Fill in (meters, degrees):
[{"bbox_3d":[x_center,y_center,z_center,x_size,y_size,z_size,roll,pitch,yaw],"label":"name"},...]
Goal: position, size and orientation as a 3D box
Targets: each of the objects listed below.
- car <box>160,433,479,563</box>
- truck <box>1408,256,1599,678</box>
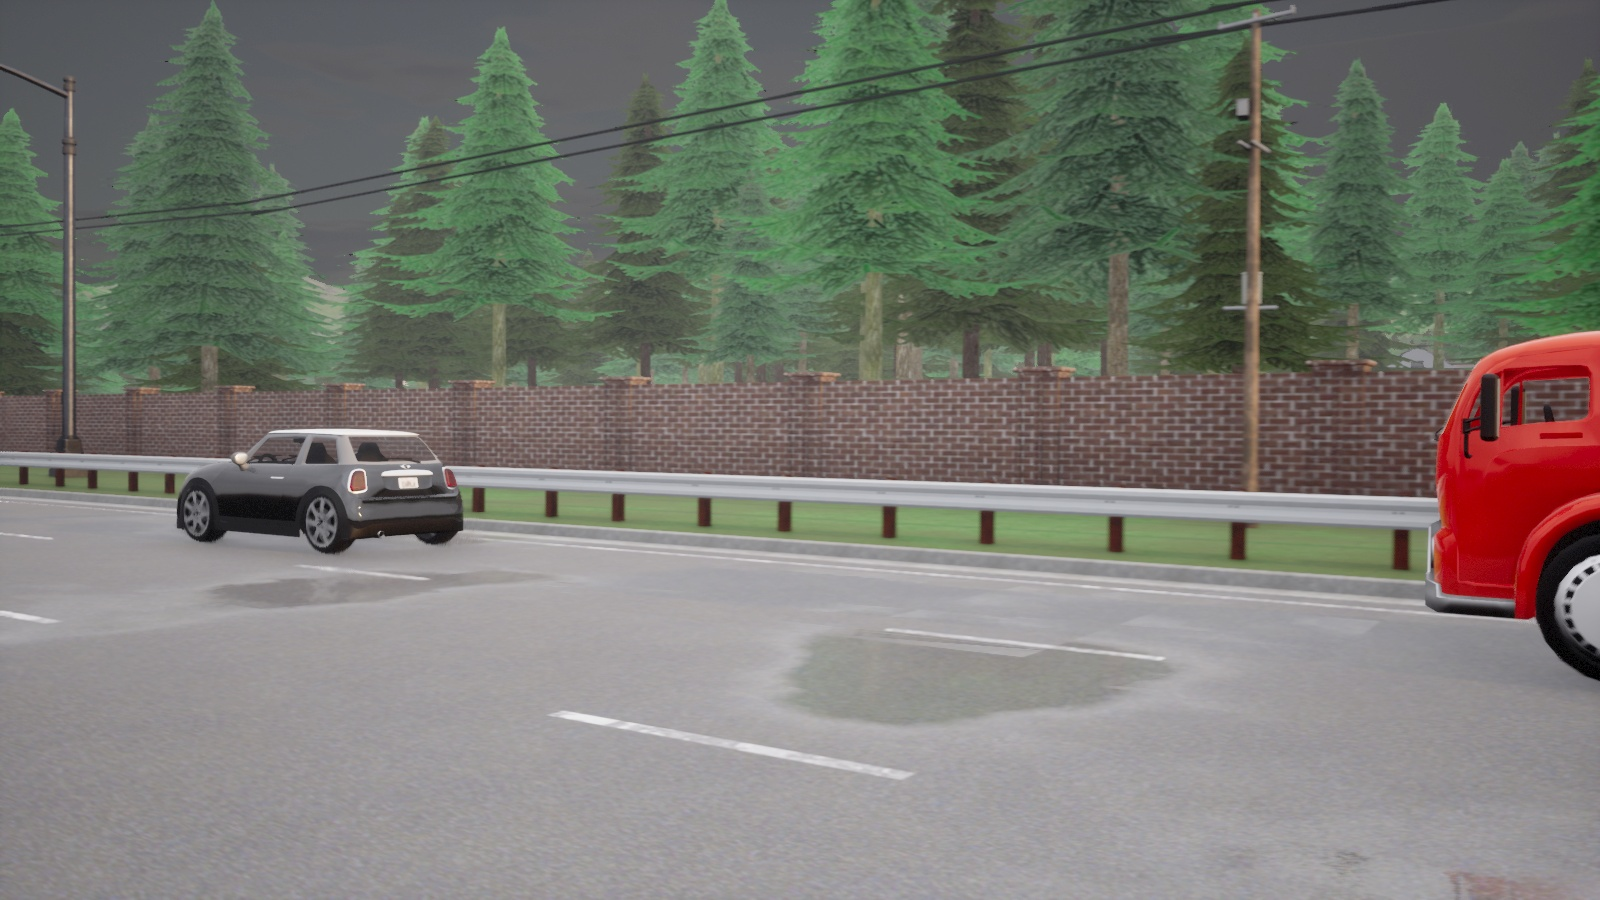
[{"bbox_3d":[-6.211,0.533,16.151,3.806,1.475,1.970,0,1,34],"label":"car"},{"bbox_3d":[6.723,0.080,7.551,5.204,2.467,2.627,0,1,34],"label":"truck"}]
